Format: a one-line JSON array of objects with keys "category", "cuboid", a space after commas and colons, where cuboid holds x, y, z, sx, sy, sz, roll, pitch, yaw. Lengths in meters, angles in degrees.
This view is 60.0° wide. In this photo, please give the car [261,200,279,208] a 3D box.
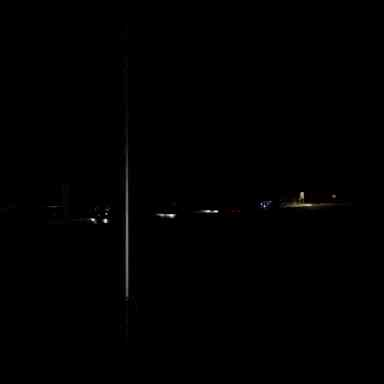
[{"category": "car", "cuboid": [13.493, 2.112, 57.656, 1.895, 1.301, 4.718, -1, -1, 35]}]

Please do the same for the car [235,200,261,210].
[{"category": "car", "cuboid": [7.800, 1.914, 49.389, 2.128, 1.511, 4.902, -1, -1, 35]}]

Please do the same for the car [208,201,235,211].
[{"category": "car", "cuboid": [4.086, 1.994, 49.053, 1.994, 1.385, 4.181, -1, -1, 35]}]

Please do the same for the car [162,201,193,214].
[{"category": "car", "cuboid": [-1.683, 1.865, 40.823, 1.812, 1.442, 4.674, -1, -1, 35]}]

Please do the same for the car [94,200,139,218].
[{"category": "car", "cuboid": [-7.368, 1.599, 32.661, 2.097, 1.767, 4.553, -1, -1, 35]}]

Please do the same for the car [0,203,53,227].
[{"category": "car", "cuboid": [-12.885, 1.634, 24.726, 1.882, 1.535, 5.008, -1, -1, 35]}]
